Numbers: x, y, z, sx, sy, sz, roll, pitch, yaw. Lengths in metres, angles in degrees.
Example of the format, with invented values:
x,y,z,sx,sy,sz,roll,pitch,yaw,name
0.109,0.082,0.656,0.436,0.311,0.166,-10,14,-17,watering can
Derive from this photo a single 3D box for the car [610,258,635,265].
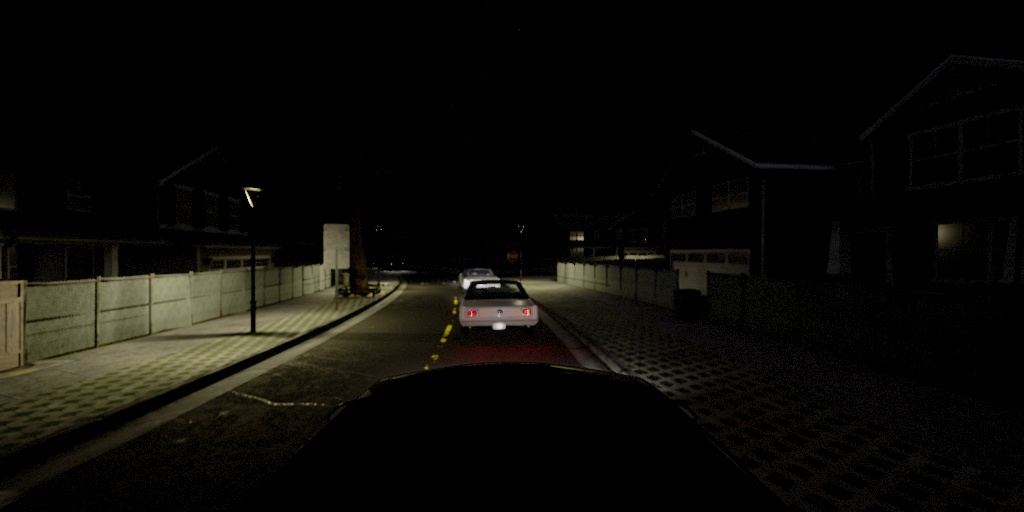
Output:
x,y,z,sx,sy,sz,roll,pitch,yaw,name
11.209,0.962,37.921,5.357,1.411,2.033,-1,1,-14,car

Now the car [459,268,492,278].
x,y,z,sx,sy,sz,roll,pitch,yaw,name
-1.929,1.320,19.840,1.895,1.301,4.718,0,0,-11,car

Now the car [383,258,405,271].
x,y,z,sx,sy,sz,roll,pitch,yaw,name
-15.417,1.012,46.693,2.097,1.767,4.553,0,0,-32,car

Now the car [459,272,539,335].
x,y,z,sx,sy,sz,roll,pitch,yaw,name
-0.512,1.338,10.533,1.895,1.301,4.718,0,0,-6,car

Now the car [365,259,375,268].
x,y,z,sx,sy,sz,roll,pitch,yaw,name
-24.212,1.155,59.125,1.837,1.490,4.892,0,0,-40,car
